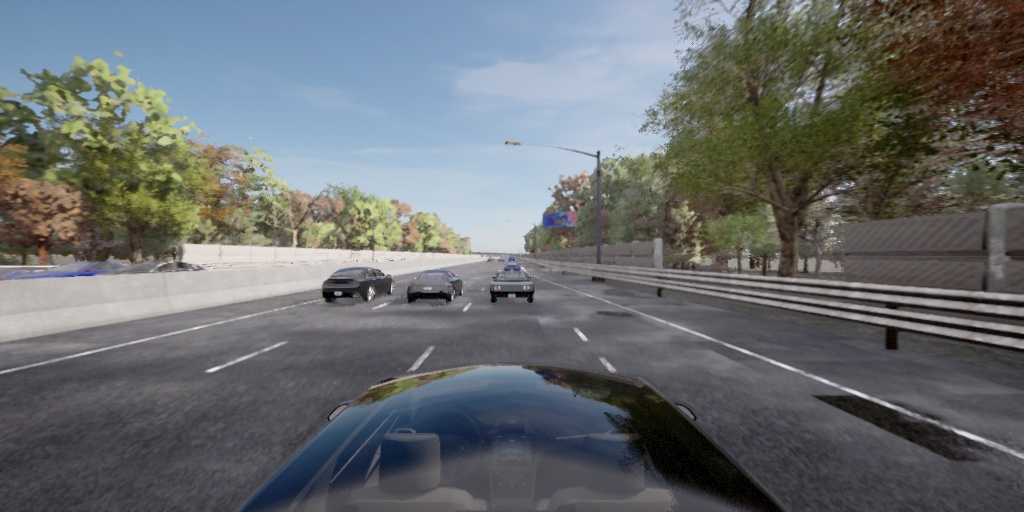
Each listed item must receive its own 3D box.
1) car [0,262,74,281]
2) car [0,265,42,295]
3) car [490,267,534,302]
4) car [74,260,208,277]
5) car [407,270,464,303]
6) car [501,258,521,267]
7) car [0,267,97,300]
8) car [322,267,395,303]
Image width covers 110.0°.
[{"bbox_3d":[-21.001,0.999,17.609,1.812,1.442,4.674,0,0,0],"label":"car"},{"bbox_3d":[-27.380,1.255,17.608,1.882,1.535,5.008,0,0,3],"label":"car"},{"bbox_3d":[0.001,1.358,17.108,1.895,1.301,4.718,0,0,0],"label":"car"},{"bbox_3d":[-17.501,0.975,17.609,1.837,1.490,4.892,0,0,0],"label":"car"},{"bbox_3d":[-3.500,1.321,16.933,1.994,1.385,4.181,0,0,0],"label":"car"},{"bbox_3d":[-0.002,1.294,40.306,1.812,1.442,4.674,0,0,0],"label":"car"},{"bbox_3d":[-24.501,1.311,17.608,2.033,1.411,5.357,0,0,0],"label":"car"},{"bbox_3d":[-7.001,1.263,16.855,1.837,1.490,4.892,0,0,0],"label":"car"}]
